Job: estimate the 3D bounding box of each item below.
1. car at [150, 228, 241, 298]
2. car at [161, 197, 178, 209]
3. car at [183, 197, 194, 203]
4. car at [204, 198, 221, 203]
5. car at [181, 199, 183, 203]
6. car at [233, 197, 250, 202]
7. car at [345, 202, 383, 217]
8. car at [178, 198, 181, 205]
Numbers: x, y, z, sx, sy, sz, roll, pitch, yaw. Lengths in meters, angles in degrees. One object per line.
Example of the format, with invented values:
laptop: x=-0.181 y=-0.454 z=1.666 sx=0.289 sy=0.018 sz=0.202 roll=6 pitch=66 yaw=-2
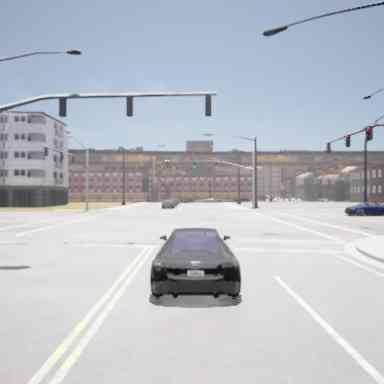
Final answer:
car: x=0.082 y=1.616 z=8.703 sx=1.994 sy=1.385 sz=4.181 roll=0 pitch=0 yaw=0
car: x=-3.613 y=1.823 z=51.070 sx=1.812 sy=1.442 sz=4.674 roll=0 pitch=0 yaw=0
car: x=-1.154 y=1.969 z=80.532 sx=1.837 sy=1.490 sz=4.892 roll=0 pitch=0 yaw=23
car: x=5.319 y=2.085 z=84.061 sx=1.895 sy=1.301 sz=4.718 roll=0 pitch=0 yaw=43
car: x=-3.528 y=1.910 z=70.363 sx=1.837 sy=1.490 sz=4.892 roll=0 pitch=0 yaw=0
car: x=13.357 y=2.048 z=89.992 sx=4.902 sy=1.511 sz=2.128 roll=0 pitch=0 yaw=-24
car: x=17.038 y=1.621 z=32.085 sx=4.181 sy=1.385 sz=1.994 roll=-1 pitch=0 yaw=1
car: x=-3.607 y=1.842 z=60.210 sx=2.128 sy=1.511 sz=4.902 roll=0 pitch=0 yaw=0
